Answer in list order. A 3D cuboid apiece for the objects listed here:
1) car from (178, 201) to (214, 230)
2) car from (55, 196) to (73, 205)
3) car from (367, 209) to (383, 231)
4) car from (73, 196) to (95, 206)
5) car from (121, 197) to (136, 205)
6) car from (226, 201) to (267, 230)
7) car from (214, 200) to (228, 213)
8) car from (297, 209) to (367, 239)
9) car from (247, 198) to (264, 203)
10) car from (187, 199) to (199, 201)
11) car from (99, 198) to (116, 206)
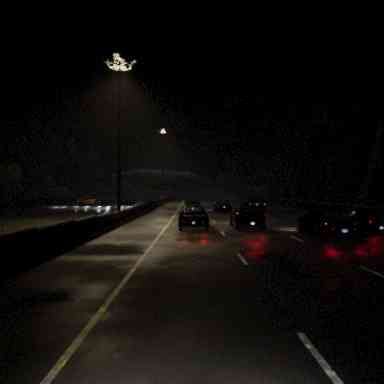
[{"bbox_3d":[0.099,1.601,21.798,2.128,1.511,4.902,0,0,0],"label":"car"},{"bbox_3d":[-21.003,1.298,55.145,1.994,1.385,4.181,0,1,0],"label":"car"},{"bbox_3d":[10.599,1.710,20.833,1.895,1.301,4.718,0,0,0],"label":"car"},{"bbox_3d":[-17.503,1.460,55.142,1.882,1.535,5.008,0,1,0],"label":"car"},{"bbox_3d":[-10.503,1.538,55.143,1.994,1.385,4.181,0,1,0],"label":"car"},{"bbox_3d":[3.599,1.615,22.104,1.837,1.490,4.892,0,0,0],"label":"car"},{"bbox_3d":[3.598,1.636,38.992,1.994,1.385,4.181,0,0,0],"label":"car"},{"bbox_3d":[7.086,1.627,17.742,1.812,1.442,4.674,0,0,0],"label":"car"},{"bbox_3d":[7.098,1.428,38.227,2.097,1.767,4.553,0,0,0],"label":"car"},{"bbox_3d":[0.098,1.579,38.664,1.837,1.490,4.892,0,0,0],"label":"car"},{"bbox_3d":[-14.003,1.605,55.114,1.895,1.301,4.718,0,1,0],"label":"car"}]
